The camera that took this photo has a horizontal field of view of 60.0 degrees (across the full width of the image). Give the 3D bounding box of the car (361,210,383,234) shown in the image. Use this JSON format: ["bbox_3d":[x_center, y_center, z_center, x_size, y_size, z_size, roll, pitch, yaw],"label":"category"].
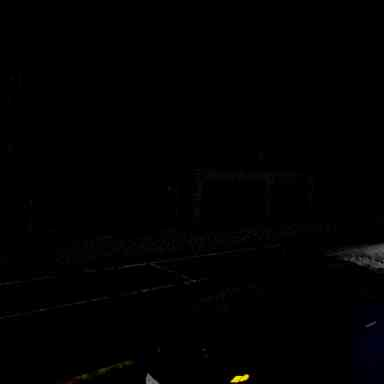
[{"bbox_3d":[10.616,1.582,17.470,4.206,1.307,1.802,0,0,-35],"label":"car"}]

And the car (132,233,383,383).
[{"bbox_3d":[1.539,1.526,4.260,4.674,1.442,1.812,0,0,-36],"label":"car"}]
